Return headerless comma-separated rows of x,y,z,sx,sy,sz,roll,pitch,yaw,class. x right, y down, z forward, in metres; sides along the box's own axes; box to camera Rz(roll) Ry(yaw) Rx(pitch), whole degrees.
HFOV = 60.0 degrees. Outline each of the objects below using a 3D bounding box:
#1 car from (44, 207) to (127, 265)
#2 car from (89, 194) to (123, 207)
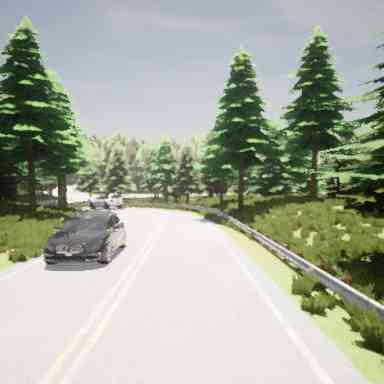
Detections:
-3.505,1.482,11.687,1.837,1.490,4.892,0,0,-2,car
-11.532,1.286,44.576,5.566,2.045,2.150,-1,3,41,car
